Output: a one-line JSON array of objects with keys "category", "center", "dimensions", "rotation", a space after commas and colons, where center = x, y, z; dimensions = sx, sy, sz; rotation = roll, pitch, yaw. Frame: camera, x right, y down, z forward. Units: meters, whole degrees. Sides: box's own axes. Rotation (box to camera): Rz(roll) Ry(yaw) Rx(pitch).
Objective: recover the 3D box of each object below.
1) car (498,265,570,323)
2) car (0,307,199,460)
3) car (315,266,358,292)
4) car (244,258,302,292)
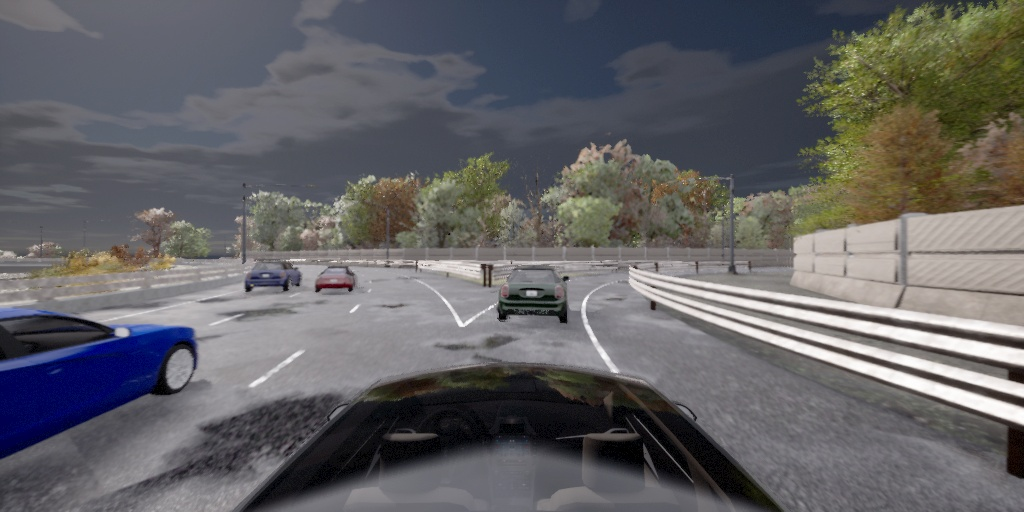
[{"category": "car", "center": [0.893, 1.091, 12.404], "dimensions": [2.097, 1.767, 4.553], "rotation": [0, 0, 9]}, {"category": "car", "center": [-5.438, 1.226, 3.454], "dimensions": [1.882, 1.535, 5.008], "rotation": [0, 0, -10]}, {"category": "car", "center": [-10.266, 1.294, 21.193], "dimensions": [1.994, 1.385, 4.181], "rotation": [0, 0, -20]}, {"category": "car", "center": [-14.099, 1.083, 21.453], "dimensions": [2.097, 1.767, 4.553], "rotation": [0, 0, -20]}]
